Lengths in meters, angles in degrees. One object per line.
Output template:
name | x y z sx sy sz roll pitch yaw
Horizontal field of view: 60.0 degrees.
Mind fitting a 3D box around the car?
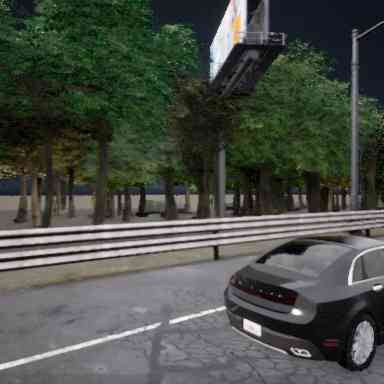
car | 2.752 1.516 5.709 4.892 1.490 1.837 0 0 -35
